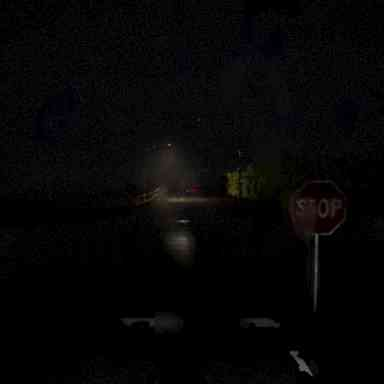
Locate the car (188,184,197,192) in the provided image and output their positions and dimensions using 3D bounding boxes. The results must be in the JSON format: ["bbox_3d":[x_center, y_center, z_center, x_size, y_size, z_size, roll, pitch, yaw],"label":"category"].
[{"bbox_3d":[0.130,-0.897,71.924,2.033,1.411,5.357,0,3,0],"label":"car"}]

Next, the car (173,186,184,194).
[{"bbox_3d":[-2.631,-0.466,66.117,1.837,1.490,4.892,0,3,0],"label":"car"}]

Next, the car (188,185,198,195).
[{"bbox_3d":[0.111,-0.257,61.527,1.837,1.490,4.892,0,2,0],"label":"car"}]
